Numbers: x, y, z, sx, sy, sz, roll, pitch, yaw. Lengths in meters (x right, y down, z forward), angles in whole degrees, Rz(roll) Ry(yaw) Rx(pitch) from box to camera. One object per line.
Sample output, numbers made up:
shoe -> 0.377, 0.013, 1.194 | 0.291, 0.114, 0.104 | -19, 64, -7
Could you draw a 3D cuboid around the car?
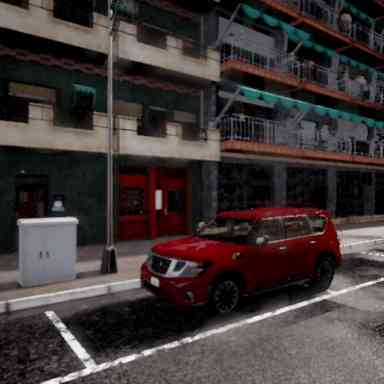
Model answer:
car -> 1.373, 1.323, 7.541 | 5.009, 1.841, 2.192 | 0, 0, -36
